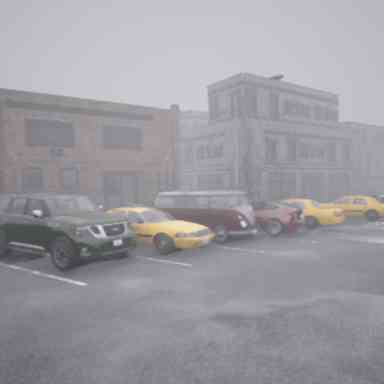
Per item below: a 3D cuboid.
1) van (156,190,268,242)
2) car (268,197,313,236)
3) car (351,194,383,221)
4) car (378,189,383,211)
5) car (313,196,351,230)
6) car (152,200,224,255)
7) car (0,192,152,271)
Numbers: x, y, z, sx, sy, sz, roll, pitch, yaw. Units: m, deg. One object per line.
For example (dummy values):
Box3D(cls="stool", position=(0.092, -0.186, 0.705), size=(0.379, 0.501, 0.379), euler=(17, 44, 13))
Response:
Box3D(cls="van", position=(0.573, 0.938, 13.881), size=(4.442, 1.987, 1.878), euler=(-1, 1, 34))
Box3D(cls="car", position=(2.838, 1.132, 15.668), size=(4.792, 1.488, 2.163), euler=(-1, 1, 34))
Box3D(cls="car", position=(9.870, 0.912, 20.864), size=(5.366, 1.575, 1.946), euler=(-1, 1, 35))
Box3D(cls="car", position=(17.164, 0.606, 25.891), size=(4.553, 1.767, 2.185), euler=(-1, 1, 35))
Box3D(cls="car", position=(5.097, 1.037, 17.463), size=(5.366, 1.575, 1.946), euler=(-1, 1, 34))
Box3D(cls="car", position=(-1.755, 1.223, 12.134), size=(5.366, 1.575, 1.946), euler=(-1, 1, 34))
Box3D(cls="car", position=(-4.275, 1.041, 10.508), size=(5.566, 2.045, 2.435), euler=(-1, 1, 34))
